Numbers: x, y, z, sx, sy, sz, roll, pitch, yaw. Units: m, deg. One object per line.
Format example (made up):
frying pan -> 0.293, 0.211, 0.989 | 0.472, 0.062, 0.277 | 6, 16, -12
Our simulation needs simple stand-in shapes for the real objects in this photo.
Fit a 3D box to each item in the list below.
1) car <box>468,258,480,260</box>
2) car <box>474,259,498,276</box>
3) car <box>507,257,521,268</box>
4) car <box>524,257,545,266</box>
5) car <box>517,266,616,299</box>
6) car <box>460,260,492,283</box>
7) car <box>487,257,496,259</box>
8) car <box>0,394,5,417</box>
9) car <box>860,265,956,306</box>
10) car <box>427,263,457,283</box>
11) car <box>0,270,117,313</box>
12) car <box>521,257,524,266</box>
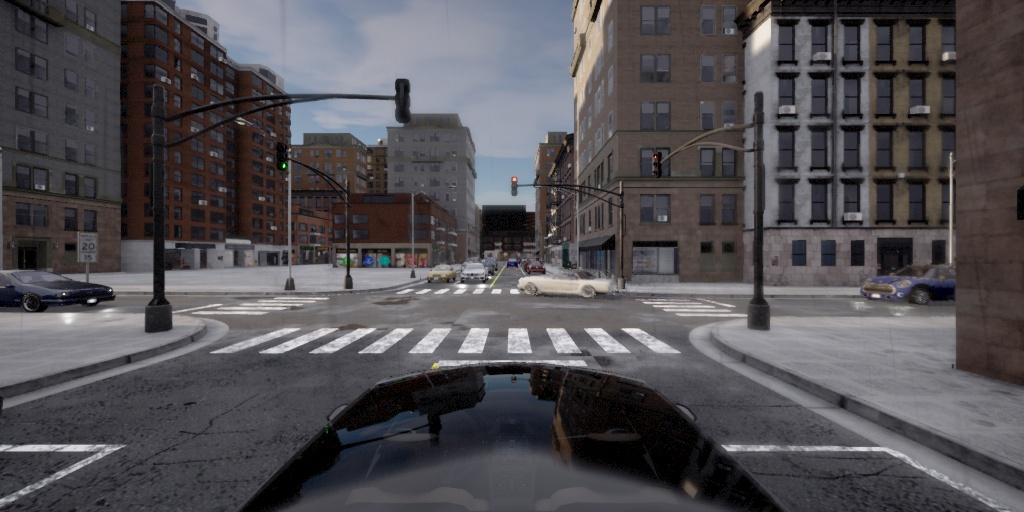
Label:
car -> -5.404, 1.302, 45.121 | 2.007, 1.370, 4.403 | 0, 0, 0
car -> -2.850, 1.315, 37.898 | 1.994, 1.385, 4.181 | 0, 0, 1
car -> 0.083, 1.231, 61.562 | 1.882, 1.535, 5.008 | 0, 0, 0
car -> 2.624, 1.191, 39.462 | 1.967, 1.591, 4.097 | 0, 0, 0
car -> 2.708, 1.360, 18.053 | 4.718, 1.301, 1.895 | 0, 0, 24
car -> -2.856, 1.276, 28.106 | 1.812, 1.442, 4.674 | 0, 0, 0
car -> -2.852, 1.244, 48.095 | 2.128, 1.511, 4.902 | 0, 0, 0
car -> -5.388, 1.300, 1.290 | 2.007, 1.370, 4.403 | 0, 0, 0
car -> 18.434, 1.203, 15.930 | 4.553, 1.767, 2.097 | 0, 0, 0
car -> -5.397, 1.276, 27.965 | 1.751, 1.417, 4.829 | 0, 0, 0
car -> -17.807, 1.216, 12.935 | 5.357, 1.411, 2.033 | 0, 0, 0
car -> 2.621, 1.066, 45.124 | 2.192, 1.841, 5.009 | 0, 0, 0
